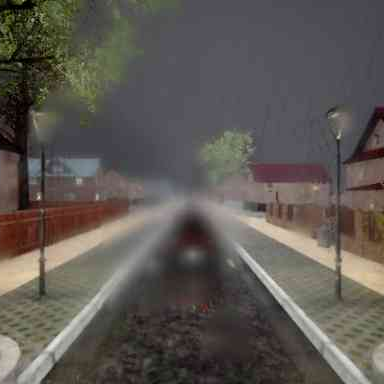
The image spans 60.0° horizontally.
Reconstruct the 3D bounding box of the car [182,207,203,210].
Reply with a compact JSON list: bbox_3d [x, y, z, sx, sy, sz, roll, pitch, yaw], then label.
[{"bbox_3d":[0.051,1.875,26.539,1.994,1.385,4.181,0,-1,0],"label":"car"}]

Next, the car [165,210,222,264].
[{"bbox_3d":[0.049,1.647,12.353,1.837,1.490,4.892,0,0,1],"label":"car"}]
